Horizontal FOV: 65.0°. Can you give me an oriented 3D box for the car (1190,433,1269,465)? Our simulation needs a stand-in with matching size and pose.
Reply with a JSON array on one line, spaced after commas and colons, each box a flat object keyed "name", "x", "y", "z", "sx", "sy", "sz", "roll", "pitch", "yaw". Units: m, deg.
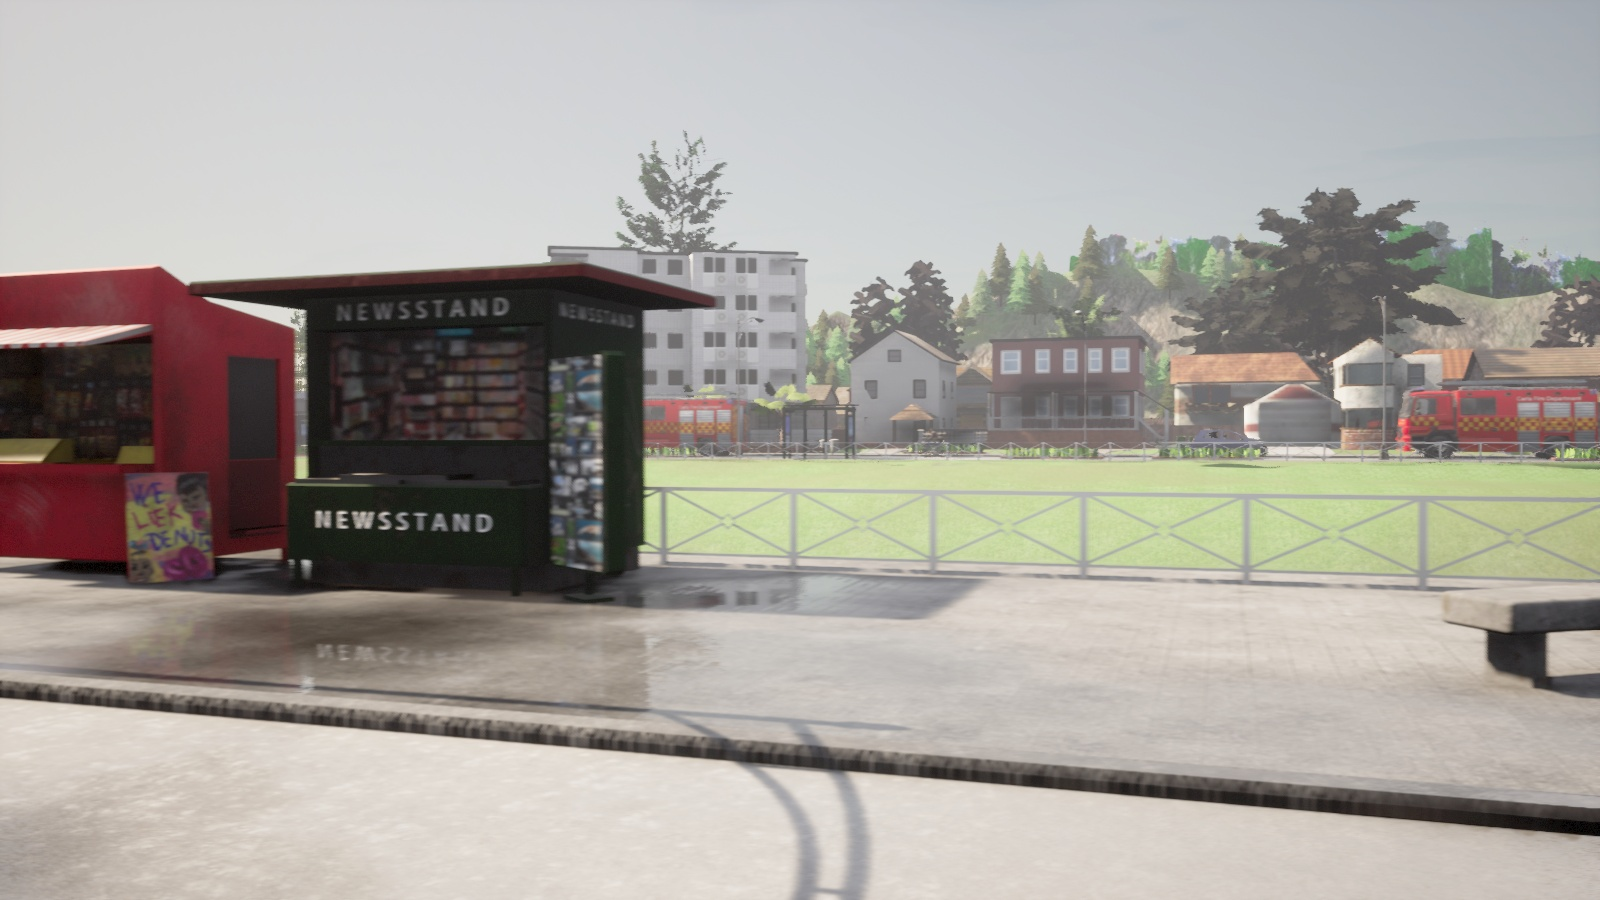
[{"name": "car", "x": 21.094, "y": -0.069, "z": 61.715, "sx": 3.633, "sy": 1.501, "sz": 1.845, "roll": 1, "pitch": 1, "yaw": 19}]

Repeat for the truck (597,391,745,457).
[{"name": "truck", "x": -7.774, "y": -1.579, "z": 75.638, "sx": 8.468, "sy": 3.827, "sz": 2.891, "roll": 1, "pitch": 1, "yaw": 19}]

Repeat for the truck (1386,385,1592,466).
[{"name": "truck", "x": 33.640, "y": -1.200, "z": 61.695, "sx": 8.468, "sy": 3.827, "sz": 2.891, "roll": 1, "pitch": 1, "yaw": 19}]
